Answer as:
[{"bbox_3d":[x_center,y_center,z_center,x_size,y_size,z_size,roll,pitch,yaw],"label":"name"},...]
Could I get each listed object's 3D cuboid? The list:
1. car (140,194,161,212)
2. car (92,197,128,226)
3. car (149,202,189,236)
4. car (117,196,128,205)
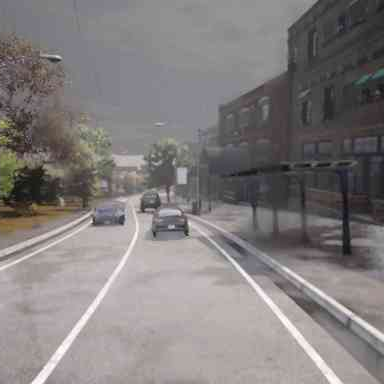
[{"bbox_3d":[-4.776,1.206,38.320,2.150,2.045,5.566,-1,0,-11],"label":"car"},{"bbox_3d":[-5.829,1.392,23.739,2.097,1.767,4.553,-1,0,-9],"label":"car"},{"bbox_3d":[-1.266,1.499,18.161,1.812,1.442,4.674,-1,0,-7],"label":"car"},{"bbox_3d":[-13.327,1.623,63.800,1.812,1.442,4.674,-1,0,-11],"label":"car"}]
